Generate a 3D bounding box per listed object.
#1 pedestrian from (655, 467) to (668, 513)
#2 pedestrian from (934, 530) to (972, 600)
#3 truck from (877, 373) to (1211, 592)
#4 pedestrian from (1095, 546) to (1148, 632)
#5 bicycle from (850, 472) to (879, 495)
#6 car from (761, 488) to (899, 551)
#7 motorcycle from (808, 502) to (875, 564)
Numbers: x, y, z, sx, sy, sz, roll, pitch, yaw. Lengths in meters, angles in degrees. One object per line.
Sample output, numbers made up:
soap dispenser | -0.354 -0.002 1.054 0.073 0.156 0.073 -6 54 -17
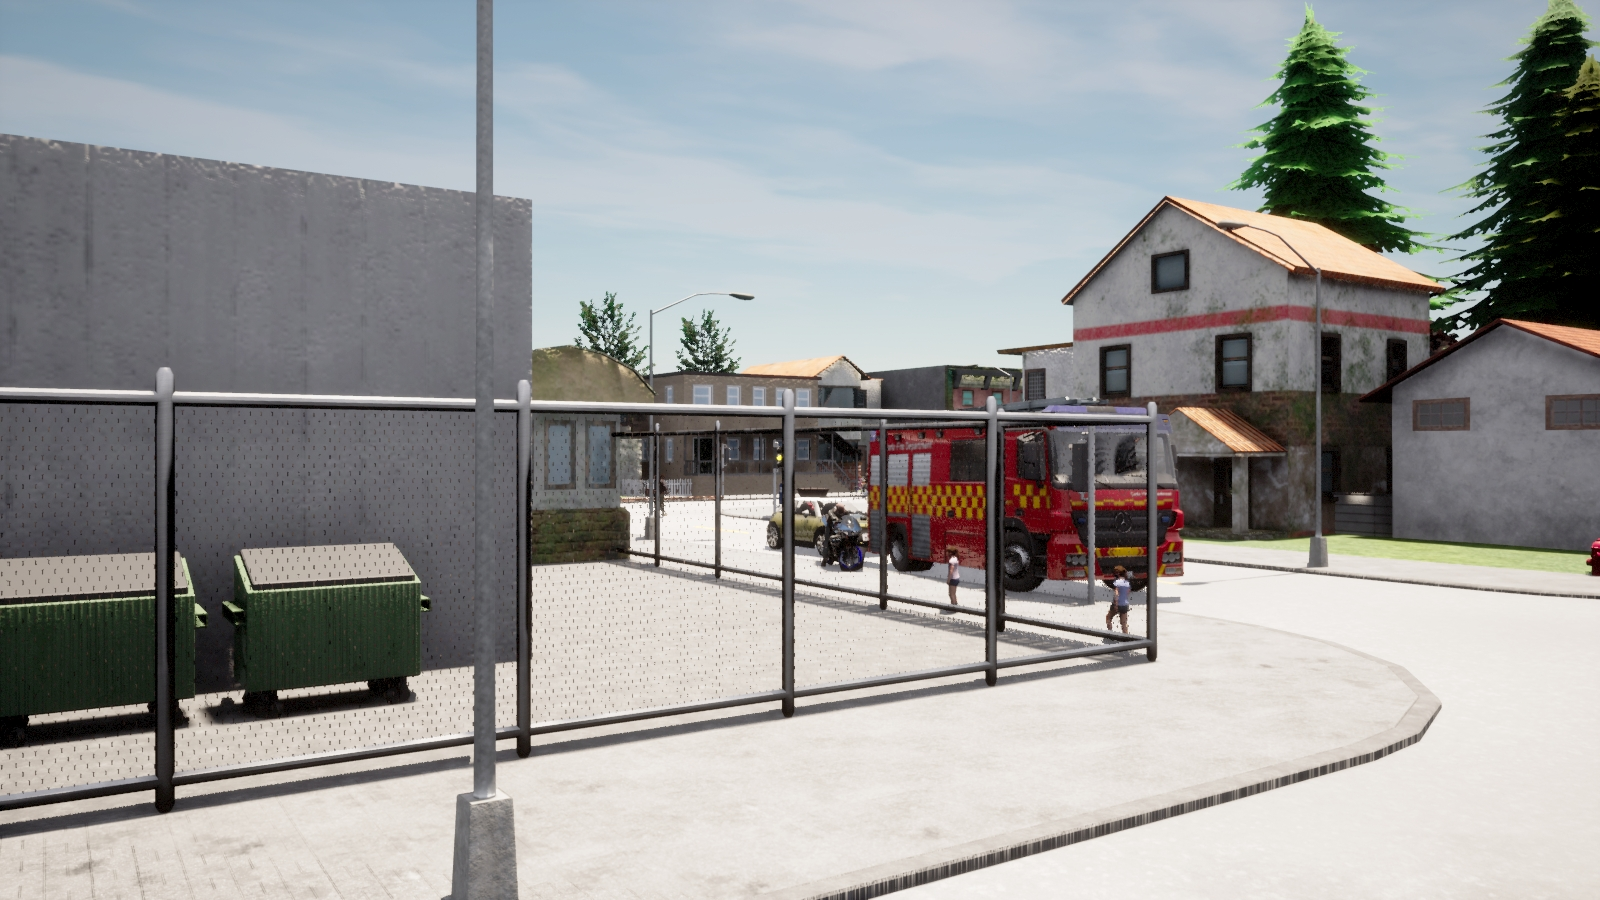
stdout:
pedestrian | -5.680 1.628 46.894 0.375 1.860 0.375 0 0 -39
pedestrian | 2.537 1.895 18.910 0.500 1.100 0.500 0 0 25
truck | 4.705 0.674 24.453 2.891 3.827 8.468 1 -1 -20
pedestrian | 4.416 1.896 15.700 0.500 1.100 0.500 0 0 -31
bicycle | 3.714 1.940 65.827 1.835 1.271 0.329 0 0 -33
car | 0.752 1.845 31.311 1.970 1.475 3.806 0 0 -33
motorcycle | 0.923 1.872 26.186 0.867 1.251 2.209 0 0 -17
